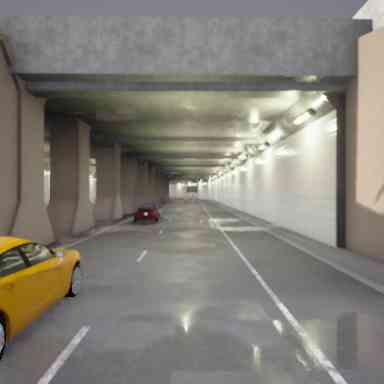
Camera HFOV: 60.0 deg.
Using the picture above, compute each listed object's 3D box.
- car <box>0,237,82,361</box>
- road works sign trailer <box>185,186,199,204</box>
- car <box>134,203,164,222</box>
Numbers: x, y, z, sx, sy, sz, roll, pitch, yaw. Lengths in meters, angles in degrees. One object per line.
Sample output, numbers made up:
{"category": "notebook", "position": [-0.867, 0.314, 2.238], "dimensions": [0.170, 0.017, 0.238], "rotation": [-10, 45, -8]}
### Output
{"category": "car", "position": [-3.399, 1.482, 5.553], "dimensions": [1.882, 1.535, 5.008], "rotation": [0, 0, 0]}
{"category": "road works sign trailer", "position": [0.011, 0.519, 67.656], "dimensions": [2.380, 3.560, 2.880], "rotation": [0, 0, 0]}
{"category": "car", "position": [-3.395, 1.585, 26.473], "dimensions": [1.994, 1.385, 4.181], "rotation": [0, 0, 0]}
